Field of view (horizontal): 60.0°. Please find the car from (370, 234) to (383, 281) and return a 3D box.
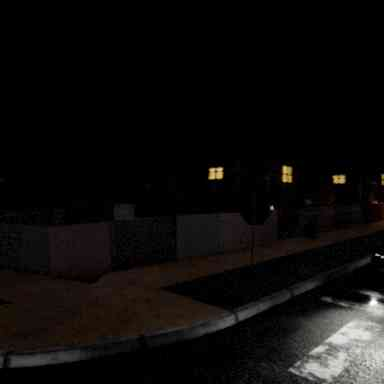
[{"bbox_3d":[6.535,1.575,9.221,2.128,1.511,4.902,0,0,44],"label":"car"}]
